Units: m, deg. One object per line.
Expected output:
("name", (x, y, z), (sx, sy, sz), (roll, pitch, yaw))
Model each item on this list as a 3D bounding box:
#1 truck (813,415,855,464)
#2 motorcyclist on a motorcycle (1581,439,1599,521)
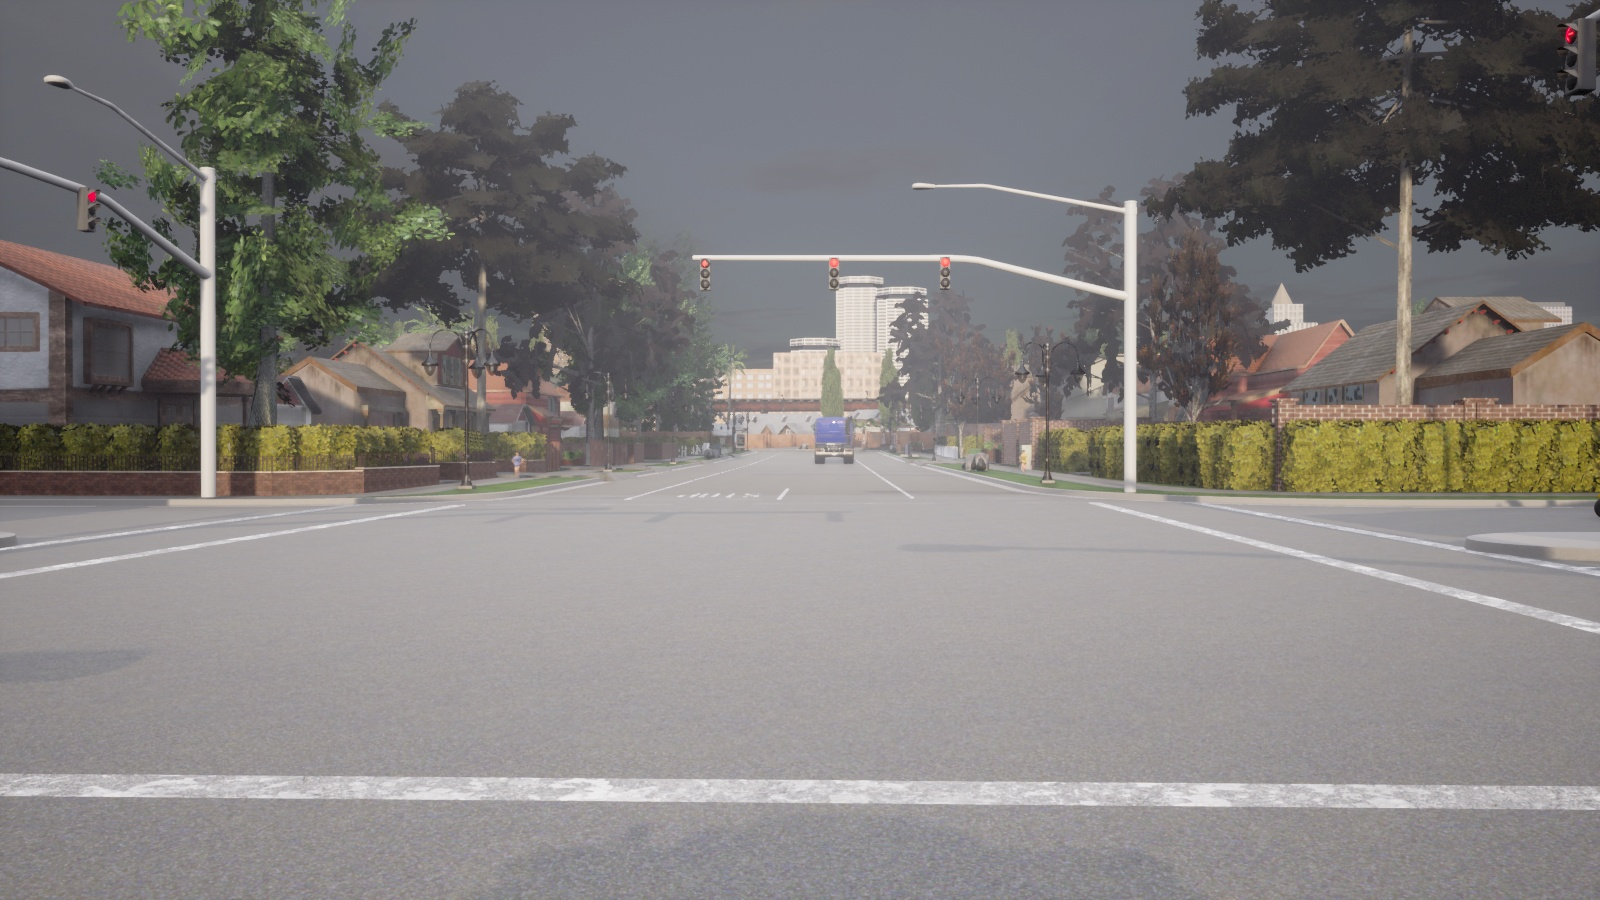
("truck", (2.475, -0.773, 91.634), (2.891, 3.462, 7.936), (0, 0, 1))
("motorcyclist on a motorcycle", (16.364, 0.575, 24.398), (1.817, 1.590, 0.866), (0, 0, 1))
